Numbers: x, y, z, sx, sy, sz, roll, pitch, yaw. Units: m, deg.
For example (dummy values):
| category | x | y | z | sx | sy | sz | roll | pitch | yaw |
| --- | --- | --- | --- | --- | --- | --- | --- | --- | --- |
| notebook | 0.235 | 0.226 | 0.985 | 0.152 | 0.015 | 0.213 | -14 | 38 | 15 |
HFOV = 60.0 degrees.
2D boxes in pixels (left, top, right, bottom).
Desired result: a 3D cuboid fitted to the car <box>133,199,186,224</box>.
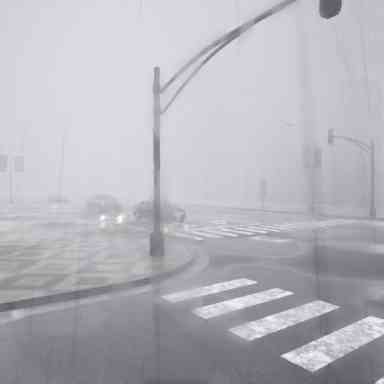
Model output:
| category | x | y | z | sx | sy | sz | roll | pitch | yaw |
| --- | --- | --- | --- | --- | --- | --- | --- | --- | --- |
| car | -2.272 | 1.242 | 22.351 | 2.128 | 1.511 | 4.902 | 0 | 1 | -36 |

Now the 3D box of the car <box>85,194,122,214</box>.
| category | x | y | z | sx | sy | sz | roll | pitch | yaw |
| --- | --- | --- | --- | --- | --- | --- | --- | --- | --- |
| car | -8.094 | 0.962 | 30.437 | 2.097 | 1.767 | 4.553 | 0 | 1 | -36 |

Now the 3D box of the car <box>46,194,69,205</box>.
| category | x | y | z | sx | sy | sz | roll | pitch | yaw |
| --- | --- | --- | --- | --- | --- | --- | --- | --- | --- |
| car | -17.798 | 0.968 | 43.957 | 1.895 | 1.301 | 4.718 | 0 | 1 | -35 |
